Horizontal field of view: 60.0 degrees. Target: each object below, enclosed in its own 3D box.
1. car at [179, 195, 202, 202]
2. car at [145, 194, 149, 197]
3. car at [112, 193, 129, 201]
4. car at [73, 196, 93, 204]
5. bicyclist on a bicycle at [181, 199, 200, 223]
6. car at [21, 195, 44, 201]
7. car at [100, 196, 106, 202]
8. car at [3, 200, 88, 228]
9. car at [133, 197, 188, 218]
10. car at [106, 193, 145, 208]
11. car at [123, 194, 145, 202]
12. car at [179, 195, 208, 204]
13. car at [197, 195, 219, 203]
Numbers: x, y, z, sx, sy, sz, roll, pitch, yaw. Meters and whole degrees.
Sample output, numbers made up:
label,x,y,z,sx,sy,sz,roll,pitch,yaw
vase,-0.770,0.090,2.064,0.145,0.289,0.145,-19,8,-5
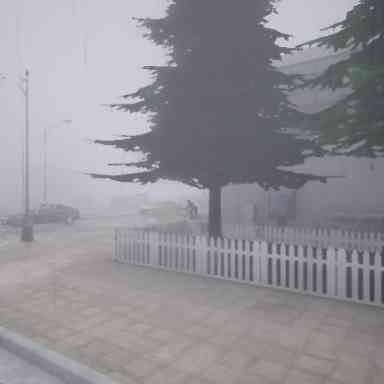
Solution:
label,x,y,z,sx,sy,sz,roll,pitch,yaw
car,-0.379,1.432,71.579,4.514,1.523,2.007,0,0,36
car,-7.892,1.189,48.751,3.866,1.878,1.905,0,0,36
car,-16.982,1.270,79.155,3.866,1.878,1.905,0,0,36
car,-20.469,1.469,62.216,4.514,1.523,2.007,0,0,36
bicyclist on a bicycle,-0.118,1.328,22.836,1.656,1.620,0.582,-1,0,36
car,-26.388,1.491,54.165,3.633,1.501,1.845,0,0,36
car,-19.433,1.556,76.827,3.806,1.475,1.970,0,0,36
car,-9.866,1.544,22.174,2.128,1.511,4.902,0,0,36
car,-2.927,1.529,31.684,1.882,1.535,5.008,0,0,36
car,-9.270,1.208,46.160,4.605,1.855,1.932,0,0,36
car,-12.559,1.265,71.865,4.605,1.855,1.932,0,0,36
car,-0.358,1.264,59.091,5.027,1.636,2.152,0,0,36
car,3.161,1.343,64.468,3.806,1.475,1.970,0,0,36
